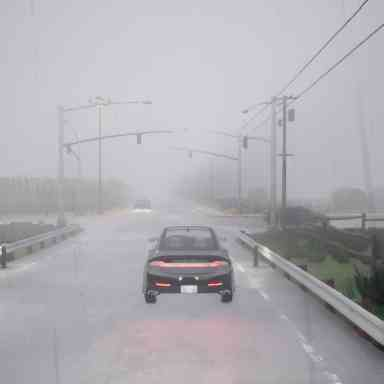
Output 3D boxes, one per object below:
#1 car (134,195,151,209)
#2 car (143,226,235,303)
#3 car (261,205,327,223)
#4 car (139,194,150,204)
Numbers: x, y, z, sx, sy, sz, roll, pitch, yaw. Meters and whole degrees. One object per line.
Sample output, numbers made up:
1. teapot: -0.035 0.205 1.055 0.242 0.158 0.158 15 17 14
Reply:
1. car: -6.360 1.470 42.916 1.994 1.385 4.181 0 1 -7
2. car: -0.098 1.613 8.444 2.128 1.511 4.902 0 -2 -1
3. car: 7.449 1.713 23.869 4.892 1.490 1.837 0 2 -3
4. car: -8.043 1.192 56.343 1.812 1.442 4.674 0 1 -7
